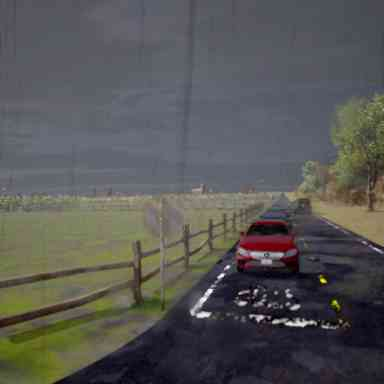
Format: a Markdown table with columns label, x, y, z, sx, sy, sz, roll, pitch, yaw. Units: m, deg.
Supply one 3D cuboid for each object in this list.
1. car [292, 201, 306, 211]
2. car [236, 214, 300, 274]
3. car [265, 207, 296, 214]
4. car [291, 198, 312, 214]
| label | x | y | z | sx | sy | sz | roll | pitch | yaw |
| --- | --- | --- | --- | --- | --- | --- | --- | --- | --- |
| car | 17.088 | 2.184 | 53.399 | 1.882 | 1.535 | 5.008 | -1 | -1 | 15 |
| car | 2.680 | 1.717 | 11.499 | 1.812 | 1.442 | 4.674 | -1 | -1 | 15 |
| car | 5.255 | 1.895 | 21.033 | 1.994 | 1.385 | 4.181 | -1 | -1 | 14 |
| car | 14.319 | 1.797 | 43.193 | 2.150 | 2.045 | 5.566 | -1 | -1 | 15 |
